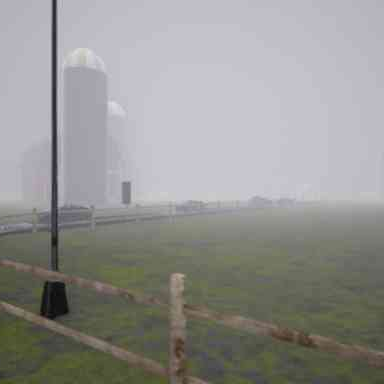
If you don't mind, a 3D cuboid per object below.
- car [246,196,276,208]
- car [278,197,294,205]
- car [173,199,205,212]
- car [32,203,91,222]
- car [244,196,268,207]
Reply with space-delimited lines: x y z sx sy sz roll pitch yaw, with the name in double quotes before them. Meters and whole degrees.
"car" 9.842 1.497 47.218 2.033 1.411 5.357 0 0 36
"car" 15.377 1.504 55.036 1.994 1.385 4.181 0 0 36
"car" -0.258 1.509 38.078 1.994 1.385 4.181 0 0 36
"car" -9.667 1.527 24.939 1.994 1.385 4.181 0 0 35
"car" 10.231 1.487 52.570 1.837 1.490 4.892 0 0 36
